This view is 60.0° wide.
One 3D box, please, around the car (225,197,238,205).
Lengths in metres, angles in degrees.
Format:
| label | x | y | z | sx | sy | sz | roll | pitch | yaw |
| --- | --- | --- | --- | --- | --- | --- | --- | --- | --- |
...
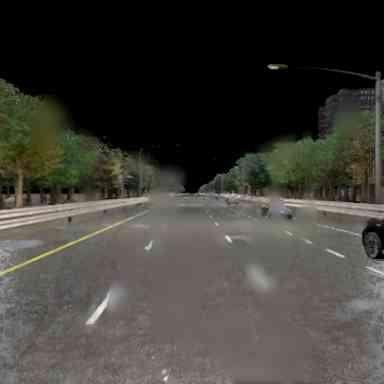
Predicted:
| label | x | y | z | sx | sy | sz | roll | pitch | yaw |
| --- | --- | --- | --- | --- | --- | --- | --- | --- | --- |
| car | 7.038 | 1.579 | 59.445 | 2.033 | 1.411 | 5.357 | 0 | 0 | 0 |

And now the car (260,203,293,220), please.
| label | x | y | z | sx | sy | sz | roll | pitch | yaw |
| --- | --- | --- | --- | --- | --- | --- | --- | --- | --- |
| car | 6.997 | 1.569 | 28.027 | 1.994 | 1.385 | 4.181 | 0 | 0 | 0 |

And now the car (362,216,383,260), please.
| label | x | y | z | sx | sy | sz | roll | pitch | yaw |
| --- | --- | --- | --- | --- | --- | --- | --- | --- | --- |
| car | 6.998 | 1.222 | 9.252 | 2.150 | 2.045 | 5.566 | 0 | 0 | 0 |
